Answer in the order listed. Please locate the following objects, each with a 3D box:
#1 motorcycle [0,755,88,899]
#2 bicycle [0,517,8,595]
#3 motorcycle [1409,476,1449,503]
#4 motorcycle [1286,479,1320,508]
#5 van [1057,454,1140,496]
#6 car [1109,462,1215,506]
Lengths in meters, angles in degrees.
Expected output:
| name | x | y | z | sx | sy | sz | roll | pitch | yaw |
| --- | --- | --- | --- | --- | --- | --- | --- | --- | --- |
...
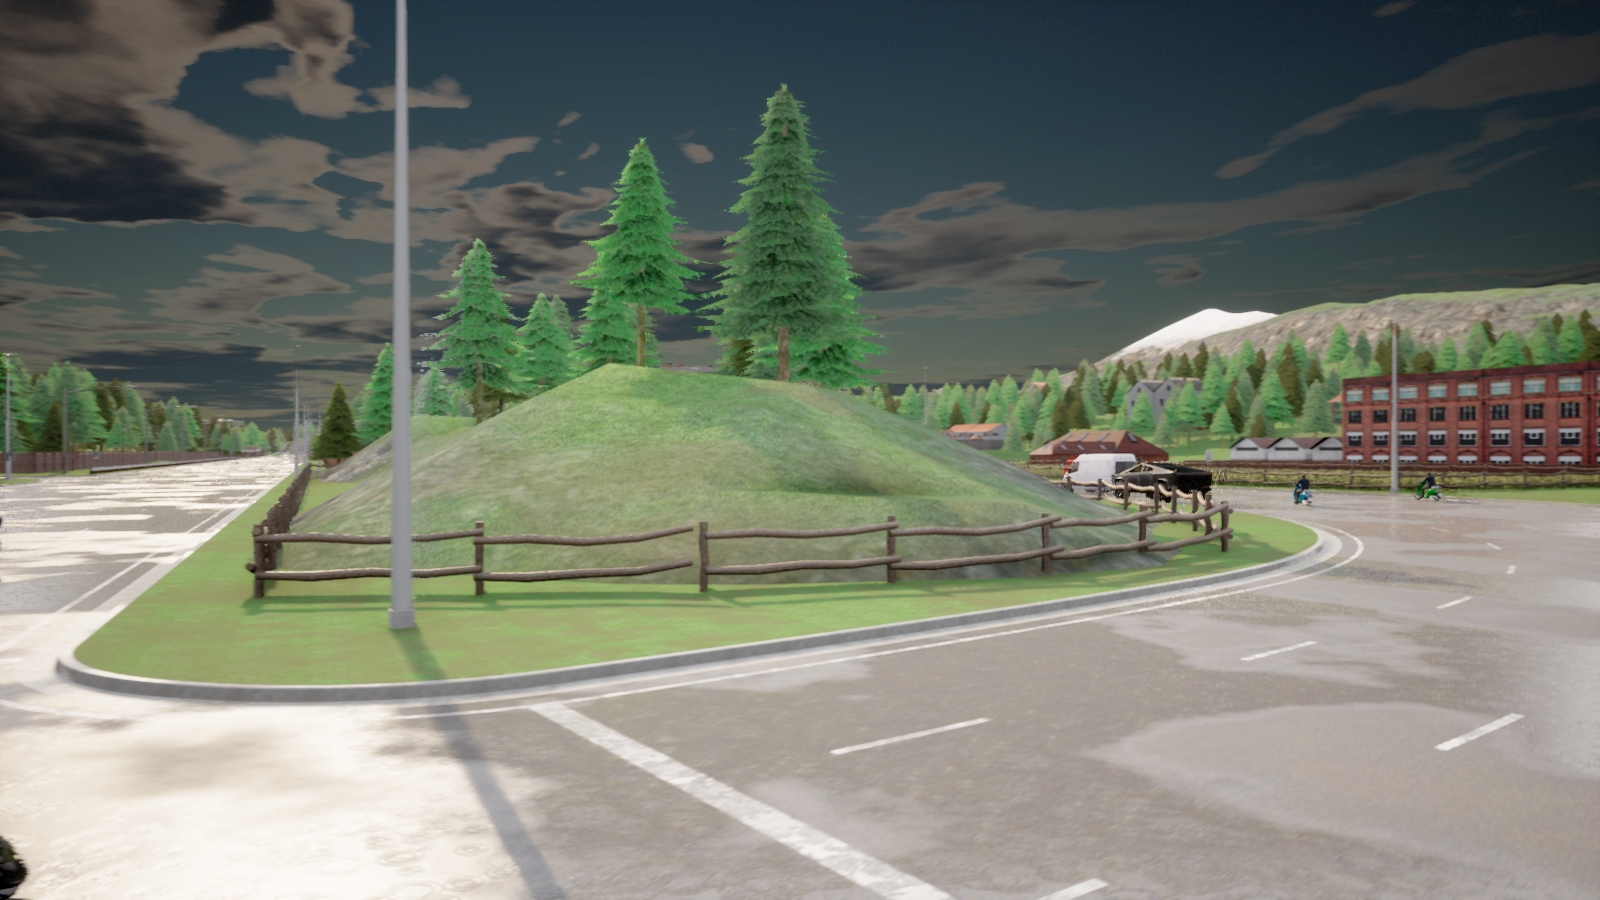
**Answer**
| name | x | y | z | sx | sy | sz | roll | pitch | yaw |
| --- | --- | --- | --- | --- | --- | --- | --- | --- | --- |
| motorcycle | -4.424 | 2.210 | 4.961 | 2.209 | 1.251 | 0.867 | 0 | 0 | -35 |
| bicycle | -15.622 | 2.075 | 21.924 | 0.373 | 1.496 | 1.643 | 0 | 0 | -23 |
| motorcycle | 33.831 | 2.119 | 61.465 | 0.856 | 1.316 | 1.805 | -3 | 1 | -14 |
| motorcycle | 24.719 | 2.127 | 56.147 | 0.856 | 1.316 | 1.805 | 0 | 0 | -1 |
| van | 18.939 | 1.529 | 72.817 | 1.988 | 2.561 | 5.915 | 0 | 0 | -22 |
| car | 19.158 | 1.745 | 60.837 | 2.390 | 2.098 | 6.274 | 0 | 0 | -15 |
